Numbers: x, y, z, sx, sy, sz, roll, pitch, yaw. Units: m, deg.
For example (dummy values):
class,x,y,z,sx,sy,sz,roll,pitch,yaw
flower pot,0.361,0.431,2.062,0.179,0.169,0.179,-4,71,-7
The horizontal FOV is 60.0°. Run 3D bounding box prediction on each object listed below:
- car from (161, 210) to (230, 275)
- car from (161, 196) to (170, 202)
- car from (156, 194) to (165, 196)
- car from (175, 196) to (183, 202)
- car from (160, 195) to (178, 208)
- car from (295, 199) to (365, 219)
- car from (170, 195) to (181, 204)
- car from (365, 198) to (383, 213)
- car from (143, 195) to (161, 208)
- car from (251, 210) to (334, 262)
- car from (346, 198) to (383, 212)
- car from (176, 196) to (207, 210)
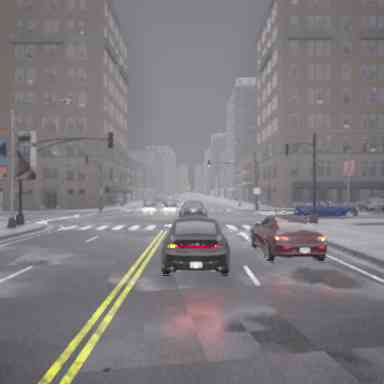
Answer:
class,x,y,z,sx,sy,sz,roll,pitch,yaw
car,0.098,1.537,10.559,1.837,1.490,4.892,0,0,0
car,-6.536,1.688,83.467,1.837,1.490,4.892,0,0,0
car,-6.539,1.396,68.178,2.150,2.045,5.566,0,0,0
car,-3.286,1.784,83.053,1.895,1.301,4.718,0,0,0
car,-3.368,1.632,52.609,2.128,1.511,4.902,0,0,0
car,10.829,1.387,26.902,5.008,1.535,1.882,-1,-2,-8
car,-3.292,1.529,67.894,2.097,1.767,4.553,0,0,0
car,19.986,1.374,33.529,5.357,1.411,2.033,-1,0,0
car,-6.618,1.632,52.660,2.128,1.511,4.902,0,0,0
car,3.350,1.562,12.111,1.812,1.442,4.674,0,0,0
car,19.792,1.374,36.779,4.674,1.442,1.812,-1,0,0
car,0.088,1.430,26.391,2.097,1.767,4.553,0,0,0
